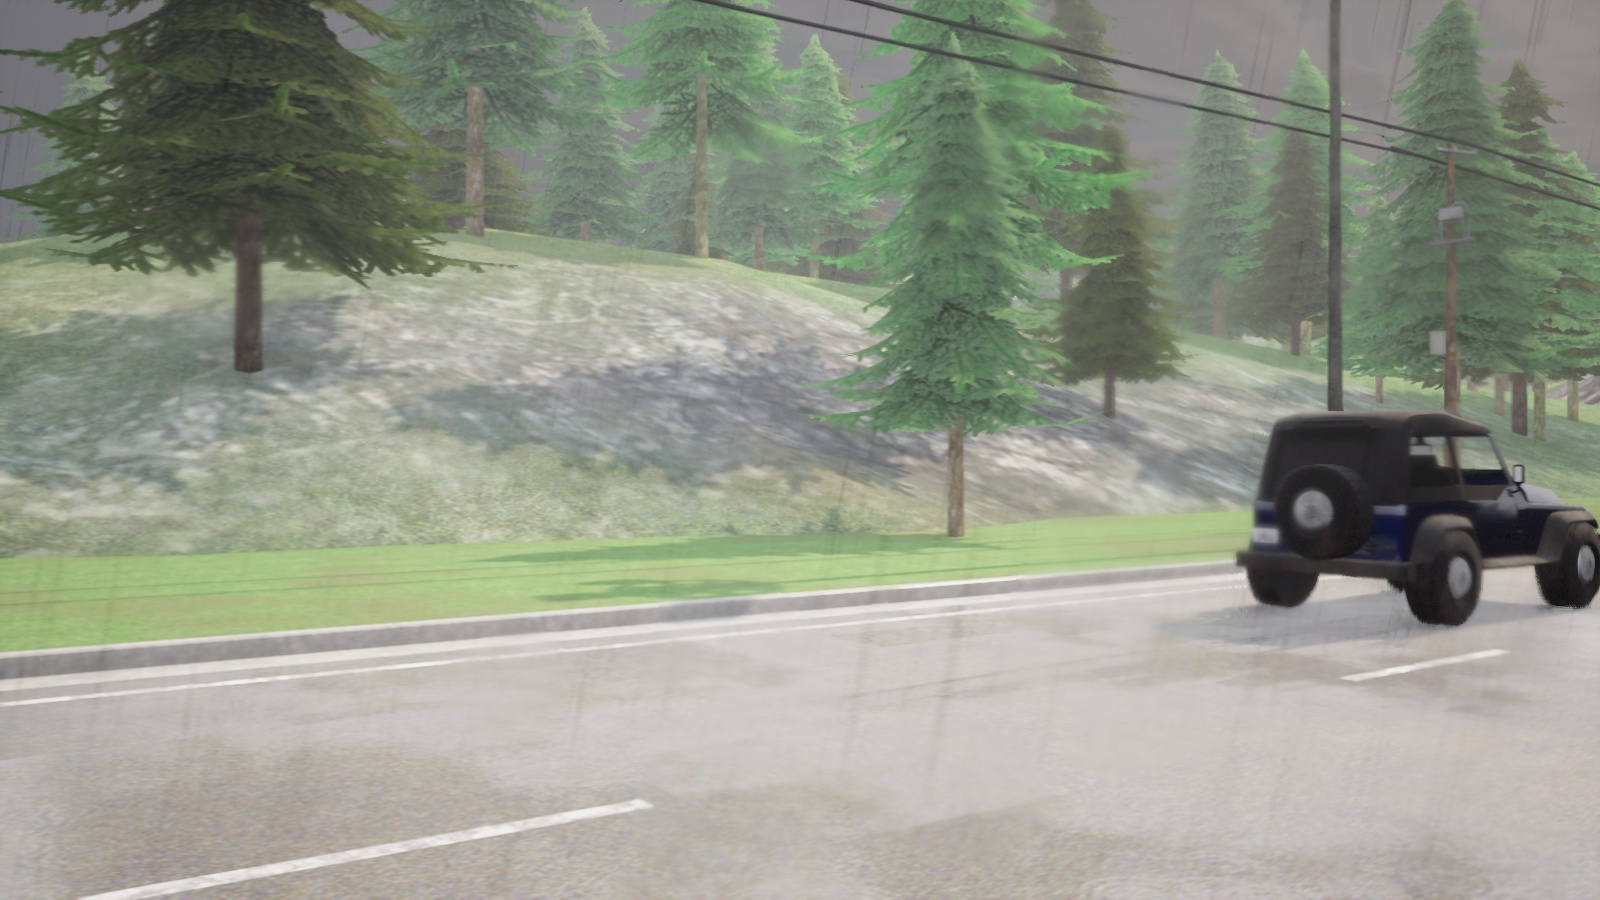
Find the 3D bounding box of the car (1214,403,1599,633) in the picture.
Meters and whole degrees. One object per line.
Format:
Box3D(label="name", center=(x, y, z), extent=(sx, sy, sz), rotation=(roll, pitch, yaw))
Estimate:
Box3D(label="car", center=(6.021, 0.557, 12.114), extent=(3.866, 1.878, 1.905), rotation=(0, 0, -35))
